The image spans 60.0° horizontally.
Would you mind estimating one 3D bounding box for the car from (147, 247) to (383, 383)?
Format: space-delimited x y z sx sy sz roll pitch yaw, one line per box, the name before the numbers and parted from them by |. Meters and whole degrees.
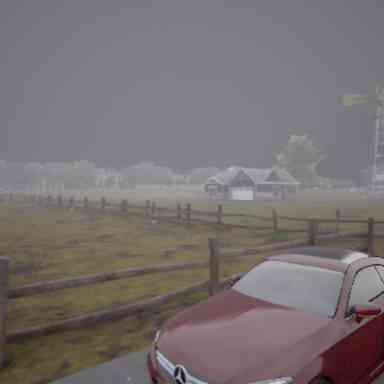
car | 1.626 1.547 4.447 4.674 1.442 1.812 0 -1 -41
